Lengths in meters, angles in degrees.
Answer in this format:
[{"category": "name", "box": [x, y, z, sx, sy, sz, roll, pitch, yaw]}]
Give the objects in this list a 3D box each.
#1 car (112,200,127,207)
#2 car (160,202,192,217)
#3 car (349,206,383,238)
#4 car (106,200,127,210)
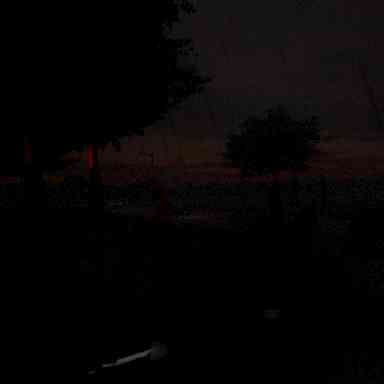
[{"category": "car", "box": [-14.644, 2.350, 67.104, 1.895, 1.301, 4.718, -2, 0, -27]}, {"category": "car", "box": [-1.888, 1.881, 36.378, 1.812, 1.442, 4.674, -3, 1, -31]}, {"category": "car", "box": [10.462, 1.525, 16.759, 2.097, 1.767, 4.553, -3, 1, -33]}, {"category": "car", "box": [-13.111, 2.188, 56.341, 1.882, 1.535, 5.008, -2, 0, -28]}]
